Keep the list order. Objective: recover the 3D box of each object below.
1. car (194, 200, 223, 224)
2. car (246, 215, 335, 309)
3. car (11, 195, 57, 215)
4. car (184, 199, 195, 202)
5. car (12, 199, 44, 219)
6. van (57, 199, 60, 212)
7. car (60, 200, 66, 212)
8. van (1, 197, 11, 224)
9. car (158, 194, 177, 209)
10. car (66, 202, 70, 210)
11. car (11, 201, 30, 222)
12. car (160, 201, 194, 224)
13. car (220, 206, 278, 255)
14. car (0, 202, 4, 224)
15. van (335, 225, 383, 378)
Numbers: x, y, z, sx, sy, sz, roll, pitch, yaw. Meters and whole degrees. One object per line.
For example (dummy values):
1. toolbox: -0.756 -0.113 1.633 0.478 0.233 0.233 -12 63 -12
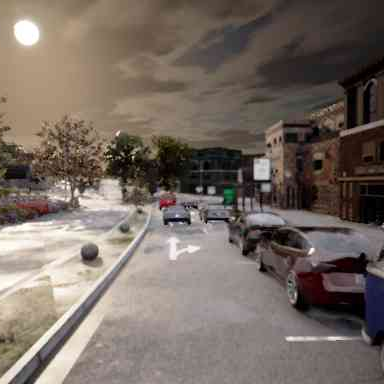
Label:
1. car: 1.644 1.577 25.461 2.033 1.411 5.357 0 0 -5
2. car: 2.877 1.522 7.948 2.163 1.488 4.792 0 0 -1
3. car: -15.555 1.304 29.788 5.566 2.045 2.435 0 0 -7
4. car: -0.352 1.599 44.047 1.895 1.301 4.718 0 0 -6
5. car: -15.172 1.589 27.088 4.792 1.488 2.163 0 0 -6
6. van: -15.756 1.321 32.530 4.442 1.987 1.878 0 0 -7
7. car: -16.242 1.413 35.248 4.553 1.767 2.185 0 0 -7
8. van: -14.769 1.336 21.773 4.442 1.987 1.878 0 0 -5
9. car: -3.117 1.233 42.951 2.150 2.045 5.566 0 0 -6
10. car: -16.545 1.530 37.986 4.892 1.521 2.231 0 0 -7
11. car: -14.916 1.601 24.485 4.674 1.452 2.002 0 0 -5
12. car: -1.183 1.603 25.029 1.994 1.385 4.181 0 0 -5
13. car: 2.630 1.503 13.435 2.097 1.535 5.008 0 0 -3
14. car: -14.226 1.555 19.077 5.366 1.575 1.946 0 0 -5
15. van: 3.000 1.254 2.489 1.878 1.987 4.442 0 0 0
